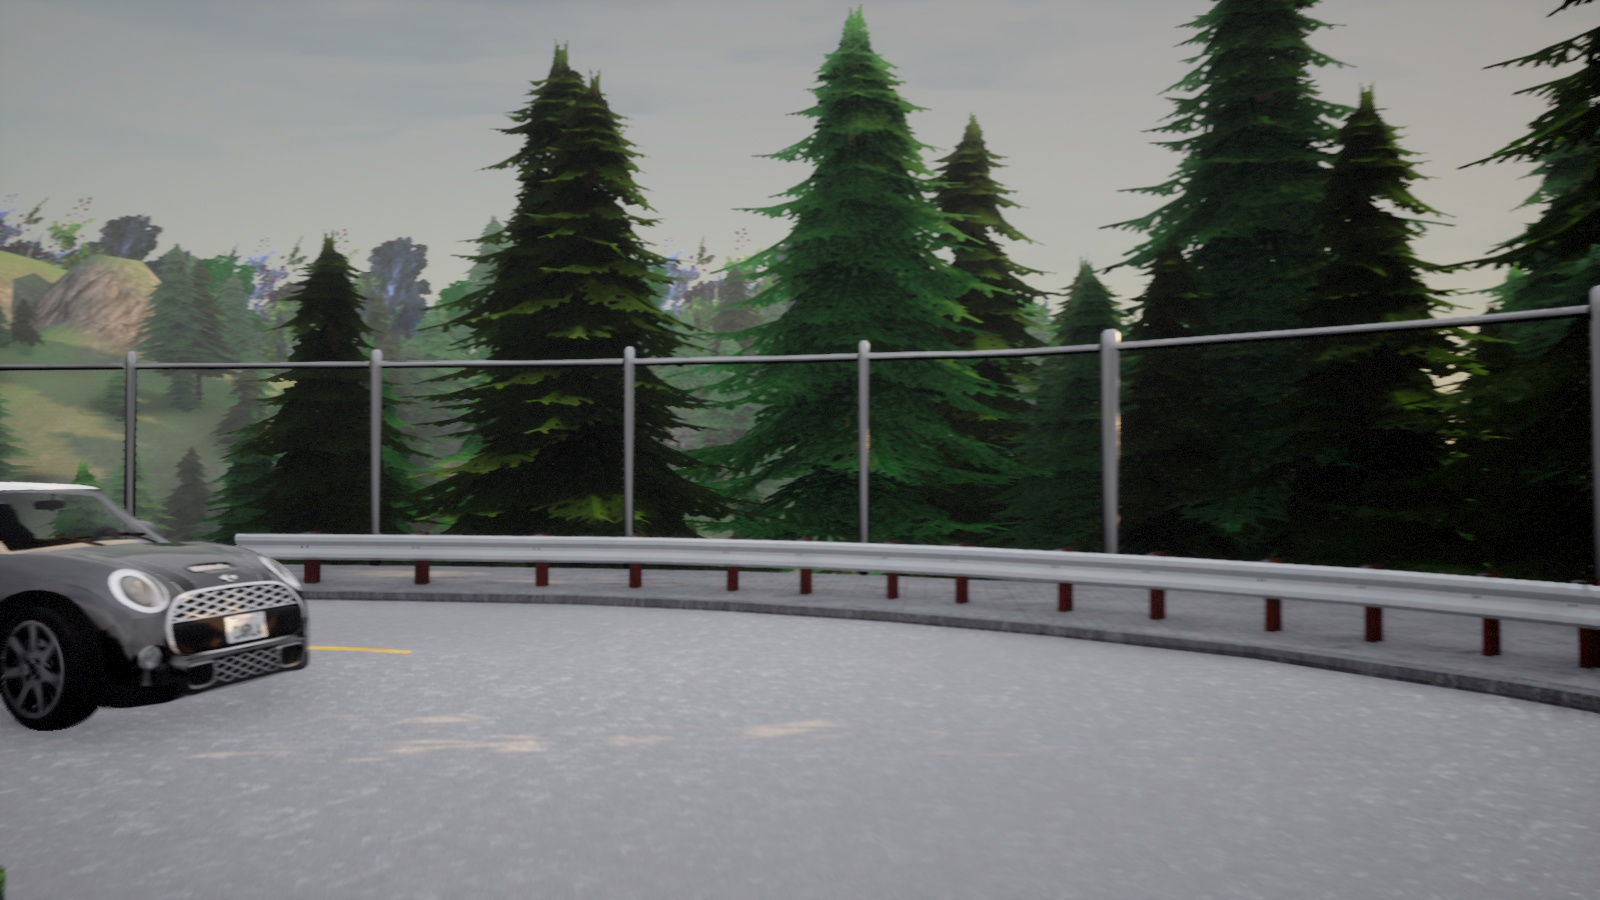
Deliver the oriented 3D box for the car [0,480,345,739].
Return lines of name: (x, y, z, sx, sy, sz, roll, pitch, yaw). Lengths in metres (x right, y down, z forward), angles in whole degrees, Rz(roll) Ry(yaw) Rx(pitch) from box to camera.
car: (-5.395, 0.954, 8.635, 3.806, 1.475, 1.970, 0, -1, 13)
